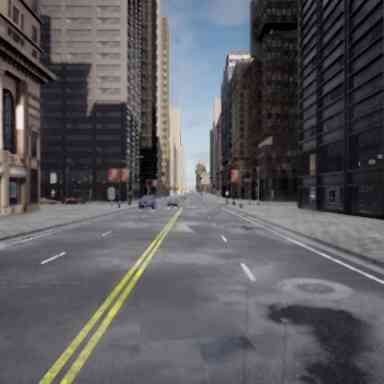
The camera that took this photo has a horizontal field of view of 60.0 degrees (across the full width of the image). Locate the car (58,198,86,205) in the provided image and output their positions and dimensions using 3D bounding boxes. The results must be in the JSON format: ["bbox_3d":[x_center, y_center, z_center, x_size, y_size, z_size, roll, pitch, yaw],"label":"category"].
[{"bbox_3d":[-22.791,1.813,64.140,4.507,1.381,1.887,0,0,0],"label":"car"}]

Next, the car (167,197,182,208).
[{"bbox_3d":[-3.263,1.904,57.069,2.033,1.411,5.357,0,0,0],"label":"car"}]

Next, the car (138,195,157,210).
[{"bbox_3d":[-6.559,1.536,49.787,2.150,2.045,5.566,0,0,0],"label":"car"}]

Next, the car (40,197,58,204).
[{"bbox_3d":[-28.246,1.749,64.107,4.829,1.417,1.752,0,0,0],"label":"car"}]
